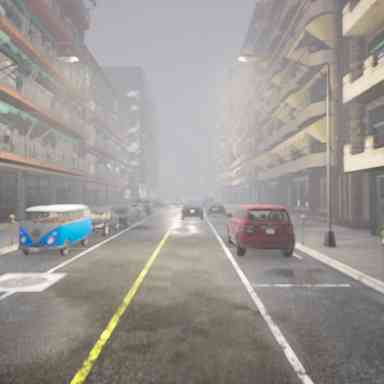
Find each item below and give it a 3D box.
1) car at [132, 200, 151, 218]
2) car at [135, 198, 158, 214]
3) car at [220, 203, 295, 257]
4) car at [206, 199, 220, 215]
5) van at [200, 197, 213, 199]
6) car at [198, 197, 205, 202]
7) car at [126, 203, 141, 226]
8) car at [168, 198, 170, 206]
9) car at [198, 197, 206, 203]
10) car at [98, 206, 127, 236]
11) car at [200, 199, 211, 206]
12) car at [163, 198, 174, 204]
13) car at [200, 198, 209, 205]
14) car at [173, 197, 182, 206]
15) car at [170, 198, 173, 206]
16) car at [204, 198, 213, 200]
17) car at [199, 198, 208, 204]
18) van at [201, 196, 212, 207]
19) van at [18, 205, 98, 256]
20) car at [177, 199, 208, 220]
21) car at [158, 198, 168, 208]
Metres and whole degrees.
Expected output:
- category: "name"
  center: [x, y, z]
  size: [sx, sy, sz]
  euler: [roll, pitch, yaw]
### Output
- category: "car"
  center: [-5.302, 1.739, 30.285]
  size: [2.008, 1.369, 4.403]
  euler: [1, 0, 0]
- category: "car"
  center: [-5.298, 1.539, 35.958]
  size: [2.192, 1.841, 5.009]
  euler: [1, 0, 0]
- category: "car"
  center: [2.579, 1.398, 13.303]
  size: [2.192, 1.841, 5.009]
  euler: [1, 0, 0]
- category: "car"
  center: [2.579, 1.790, 35.985]
  size: [1.947, 1.339, 4.313]
  euler: [1, 0, 0]
- category: "van"
  center: [2.584, 1.673, 52.999]
  size: [1.690, 1.788, 3.998]
  euler: [1, 0, 0]
- category: "car"
  center: [2.585, 2.172, 92.692]
  size: [1.802, 1.307, 4.206]
  euler: [1, 0, 0]
- category: "car"
  center: [-5.303, 1.719, 24.615]
  size: [1.947, 1.339, 4.313]
  euler: [1, 0, 0]
- category: "car"
  center: [-5.299, 1.950, 58.639]
  size: [1.802, 1.307, 4.206]
  euler: [1, 0, 0]
- category: "car"
  center: [2.585, 2.079, 87.191]
  size: [1.752, 1.417, 4.829]
  euler: [1, 0, 0]
- category: "car"
  center: [-5.303, 1.669, 18.944]
  size: [2.008, 1.369, 4.403]
  euler: [1, 0, 0]
- category: "car"
  center: [2.582, 1.971, 64.338]
  size: [1.947, 1.339, 4.313]
  euler: [1, 0, 0]
- category: "car"
  center: [-5.296, 2.028, 75.651]
  size: [2.008, 1.369, 4.403]
  euler: [1, 0, 0]
- category: "car"
  center: [2.583, 1.986, 70.009]
  size: [1.887, 1.381, 4.507]
  euler: [1, 0, 0]
- category: "car"
  center: [-2.763, 1.762, 65.198]
  size: [2.097, 1.767, 4.553]
  euler: [0, 0, 1]
- category: "car"
  center: [-5.296, 1.845, 64.311]
  size: [1.967, 1.590, 4.097]
  euler: [1, 0, 0]
- category: "car"
  center: [2.580, 1.811, 41.656]
  size: [2.008, 1.369, 4.403]
  euler: [1, 0, 0]
- category: "car"
  center: [2.584, 2.004, 75.850]
  size: [1.752, 1.417, 4.829]
  euler: [1, 0, 0]
- category: "van"
  center: [2.584, 1.709, 58.670]
  size: [1.690, 1.788, 3.998]
  euler: [1, 0, 0]
- category: "van"
  center: [-5.302, 1.424, 13.275]
  size: [1.690, 1.788, 3.998]
  euler: [1, 0, 0]
- category: "car"
  center: [0.057, 1.696, 30.796]
  size: [2.163, 1.488, 4.792]
  euler: [0, 0, 1]
- category: "car"
  center: [-5.298, 1.772, 52.969]
  size: [1.967, 1.590, 4.097]
  euler: [1, 0, 0]
